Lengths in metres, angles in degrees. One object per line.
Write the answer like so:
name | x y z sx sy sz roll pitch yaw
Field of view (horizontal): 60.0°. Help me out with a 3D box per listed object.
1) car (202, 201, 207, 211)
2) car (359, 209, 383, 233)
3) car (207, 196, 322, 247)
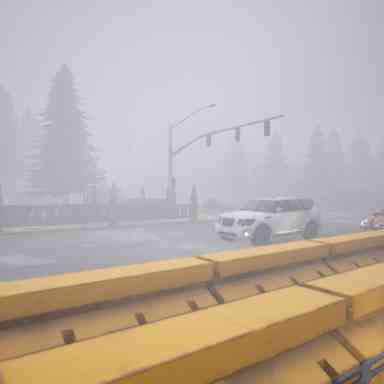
car | 3.052 1.526 39.655 1.812 1.442 4.674 0 0 -35
car | 9.608 1.352 15.161 4.553 1.767 2.097 0 0 -36
car | 3.646 1.223 15.202 5.566 2.045 2.150 0 0 -36
